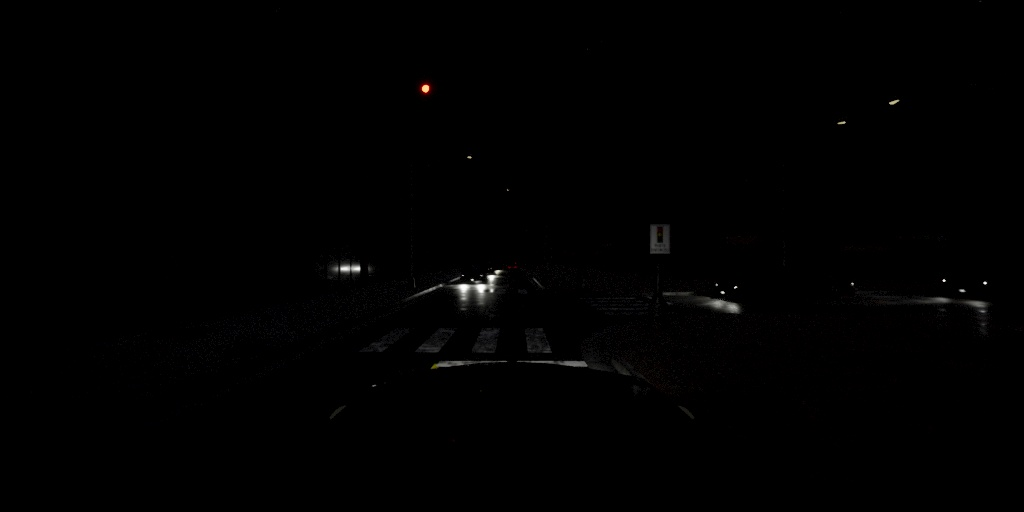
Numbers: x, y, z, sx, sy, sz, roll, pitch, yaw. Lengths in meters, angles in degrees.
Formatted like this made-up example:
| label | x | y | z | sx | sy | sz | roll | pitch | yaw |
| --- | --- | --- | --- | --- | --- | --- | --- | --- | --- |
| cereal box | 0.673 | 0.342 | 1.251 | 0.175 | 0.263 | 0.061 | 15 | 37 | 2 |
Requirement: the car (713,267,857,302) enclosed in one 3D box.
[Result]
| label | x | y | z | sx | sy | sz | roll | pitch | yaw |
| --- | --- | --- | --- | --- | --- | --- | --- | --- | --- |
| car | 12.021 | 1.221 | 15.944 | 5.357 | 1.411 | 2.033 | 0 | 0 | 0 |

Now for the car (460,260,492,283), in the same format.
| label | x | y | z | sx | sy | sz | roll | pitch | yaw |
| --- | --- | --- | --- | --- | --- | --- | --- | --- | --- |
| car | -2.883 | 1.303 | 28.057 | 2.033 | 1.411 | 5.357 | 0 | 0 | -1 |

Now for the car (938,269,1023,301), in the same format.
| label | x | y | z | sx | sy | sz | roll | pitch | yaw |
| --- | --- | --- | --- | --- | --- | --- | --- | --- | --- |
| car | 22.263 | 1.221 | 15.982 | 4.718 | 1.301 | 1.895 | 0 | 0 | 0 |

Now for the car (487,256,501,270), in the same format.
| label | x | y | z | sx | sy | sz | roll | pitch | yaw |
| --- | --- | --- | --- | --- | --- | --- | --- | --- | --- |
| car | -2.861 | 0.991 | 52.886 | 2.150 | 2.045 | 5.566 | 0 | 1 | 1 |

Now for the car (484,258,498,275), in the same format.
| label | x | y | z | sx | sy | sz | roll | pitch | yaw |
| --- | --- | --- | --- | --- | --- | --- | --- | --- | --- |
| car | -2.875 | 1.270 | 38.914 | 1.837 | 1.490 | 4.892 | 0 | 0 | 0 |
